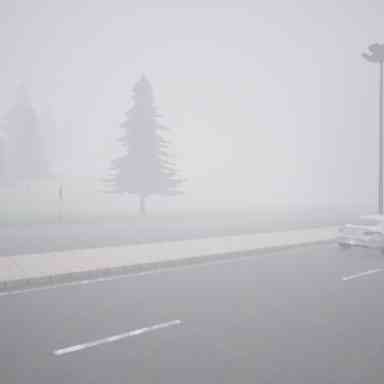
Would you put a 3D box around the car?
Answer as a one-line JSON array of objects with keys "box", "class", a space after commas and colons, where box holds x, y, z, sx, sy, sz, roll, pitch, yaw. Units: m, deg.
[{"box": [7.849, 1.660, 13.752, 4.674, 1.442, 1.812, 0, 0, -35], "class": "car"}]
